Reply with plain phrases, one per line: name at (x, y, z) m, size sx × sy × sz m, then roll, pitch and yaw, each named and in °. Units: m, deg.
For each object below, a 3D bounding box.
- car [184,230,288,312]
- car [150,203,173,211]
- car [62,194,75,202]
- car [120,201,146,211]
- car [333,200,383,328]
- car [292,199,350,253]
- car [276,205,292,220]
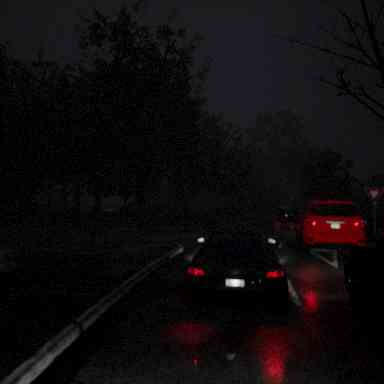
car at (1.030, 1.589, 7.864) m, size 1.994 × 1.385 × 4.181 m, roll 0°, pitch 0°, yaw 8°
car at (-4.828, 2.551, 56.158) m, size 4.674 × 1.442 × 1.812 m, roll -1°, pitch -2°, yaw 25°
car at (-32.203, 1.815, 85.864) m, size 1.946 × 1.575 × 5.366 m, roll 0°, pitch 2°, yaw -12°
car at (-10.588, 2.460, 59.784) m, size 4.553 × 1.767 × 2.097 m, roll 0°, pitch -1°, yaw -2°
car at (3.746, 1.222, 3.809) m, size 2.150 × 2.045 × 5.566 m, roll 0°, pitch 0°, yaw 4°
car at (5.581, 1.300, 14.005) m, size 2.150 × 2.045 × 5.566 m, roll 0°, pitch -1°, yaw 14°
car at (9.224, 1.993, 32.397) m, size 1.812 × 1.442 × 4.674 m, roll 0°, pitch -1°, yaw 16°
